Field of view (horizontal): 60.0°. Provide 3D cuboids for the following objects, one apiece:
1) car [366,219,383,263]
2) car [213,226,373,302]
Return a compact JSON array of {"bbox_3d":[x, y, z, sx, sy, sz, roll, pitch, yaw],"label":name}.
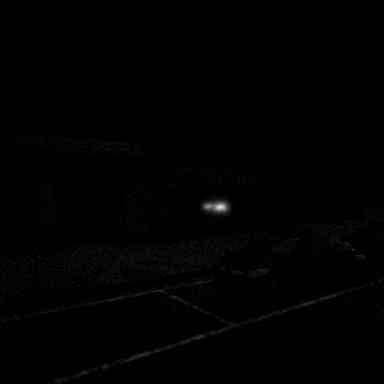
[{"bbox_3d":[6.959,1.628,11.504,4.313,1.339,1.947,0,0,-36],"label":"car"},{"bbox_3d":[2.464,1.616,8.293,4.206,1.307,1.802,0,0,-36],"label":"car"}]
